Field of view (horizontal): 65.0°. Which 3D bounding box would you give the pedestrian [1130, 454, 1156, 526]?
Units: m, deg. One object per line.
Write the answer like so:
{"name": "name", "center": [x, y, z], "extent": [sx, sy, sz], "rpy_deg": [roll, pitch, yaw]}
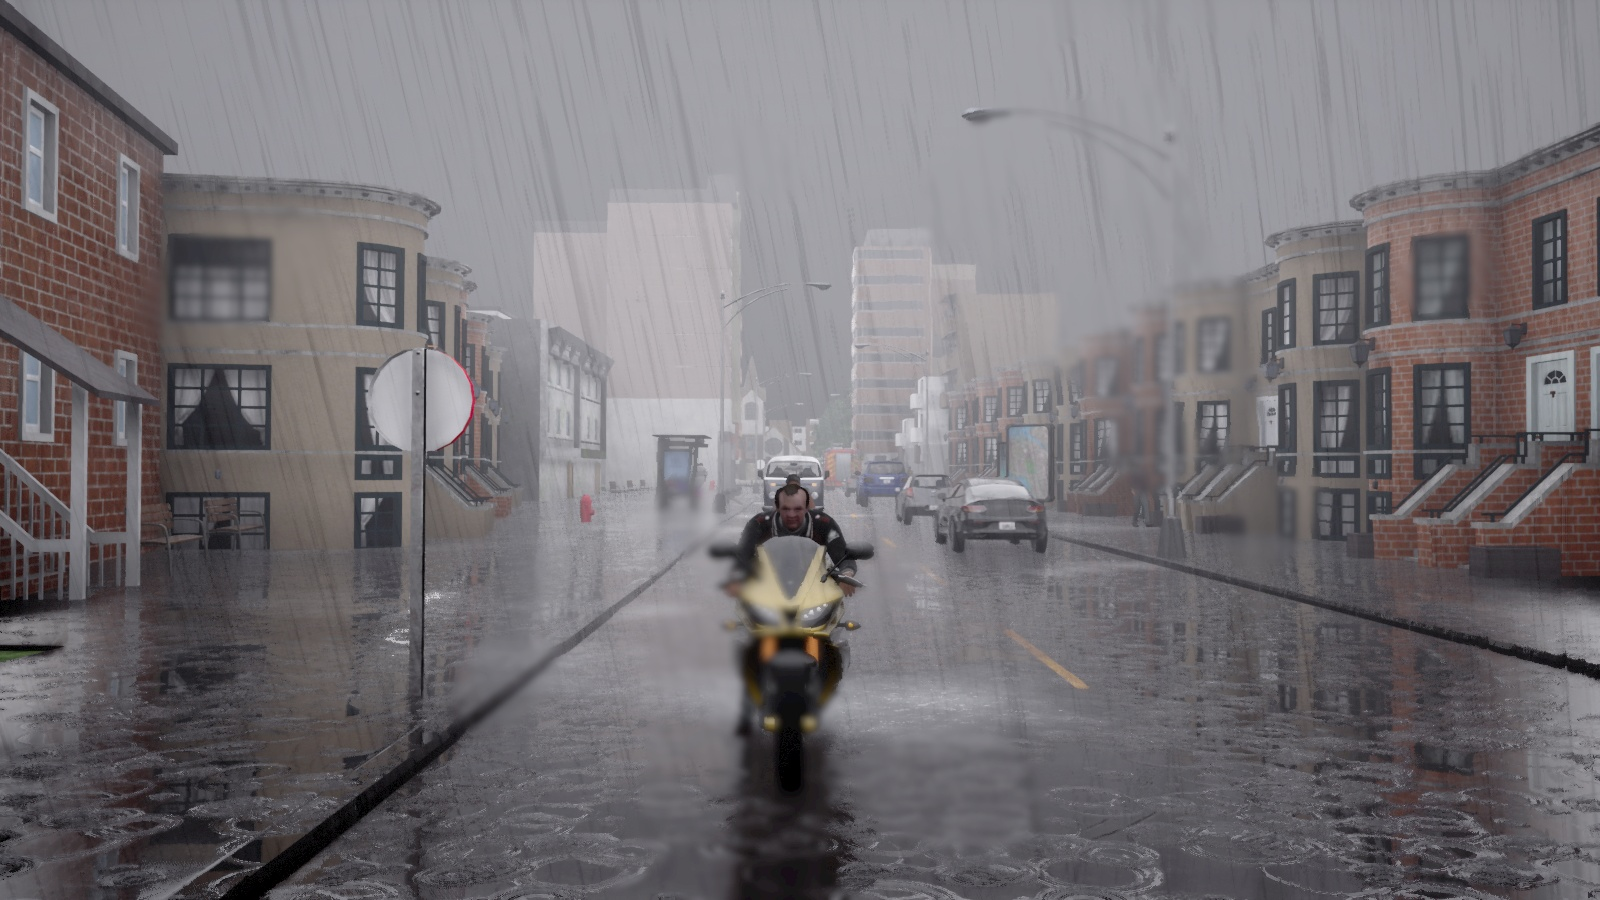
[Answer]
{"name": "pedestrian", "center": [8.999, 1.041, 32.972], "extent": [0.376, 1.854, 0.720], "rpy_deg": [0, -1, -10]}

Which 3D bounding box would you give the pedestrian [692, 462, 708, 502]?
{"name": "pedestrian", "center": [-4.931, 1.583, 62.034], "extent": [0.659, 1.952, 0.873], "rpy_deg": [0, -1, -14]}

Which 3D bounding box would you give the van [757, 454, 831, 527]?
{"name": "van", "center": [-0.177, 1.168, 37.554], "extent": [2.069, 2.038, 4.480], "rpy_deg": [0, -1, 0]}

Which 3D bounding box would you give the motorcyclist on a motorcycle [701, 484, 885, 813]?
{"name": "motorcyclist on a motorcycle", "center": [-0.038, 0.968, 7.051], "extent": [0.866, 1.530, 2.191], "rpy_deg": [0, -1, 0]}

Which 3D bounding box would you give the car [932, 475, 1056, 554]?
{"name": "car", "center": [3.877, 1.258, 25.851], "extent": [1.812, 1.442, 4.674], "rpy_deg": [0, -1, 0]}

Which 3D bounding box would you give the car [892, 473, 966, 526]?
{"name": "car", "center": [3.823, 1.446, 37.793], "extent": [1.845, 1.501, 3.633], "rpy_deg": [0, -1, 0]}

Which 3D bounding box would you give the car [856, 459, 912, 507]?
{"name": "car", "center": [3.736, 1.469, 56.759], "extent": [2.150, 2.045, 5.566], "rpy_deg": [0, -1, 0]}

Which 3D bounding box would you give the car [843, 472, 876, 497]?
{"name": "car", "center": [3.633, 2.109, 77.337], "extent": [1.845, 1.501, 3.633], "rpy_deg": [0, -1, 0]}
